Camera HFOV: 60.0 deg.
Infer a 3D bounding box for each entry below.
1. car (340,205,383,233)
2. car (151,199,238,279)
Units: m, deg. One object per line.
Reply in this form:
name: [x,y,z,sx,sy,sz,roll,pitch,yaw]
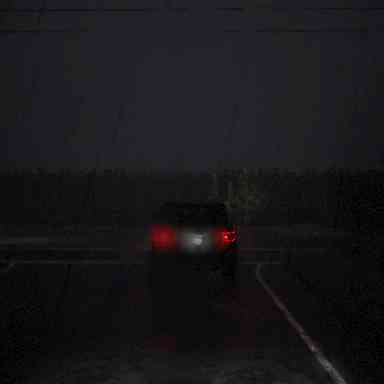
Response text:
car: [11.116,1.492,19.027,5.008,1.535,1.882,0,0,1]
car: [-0.059,1.220,10.202,2.150,2.045,5.566,0,0,-3]
